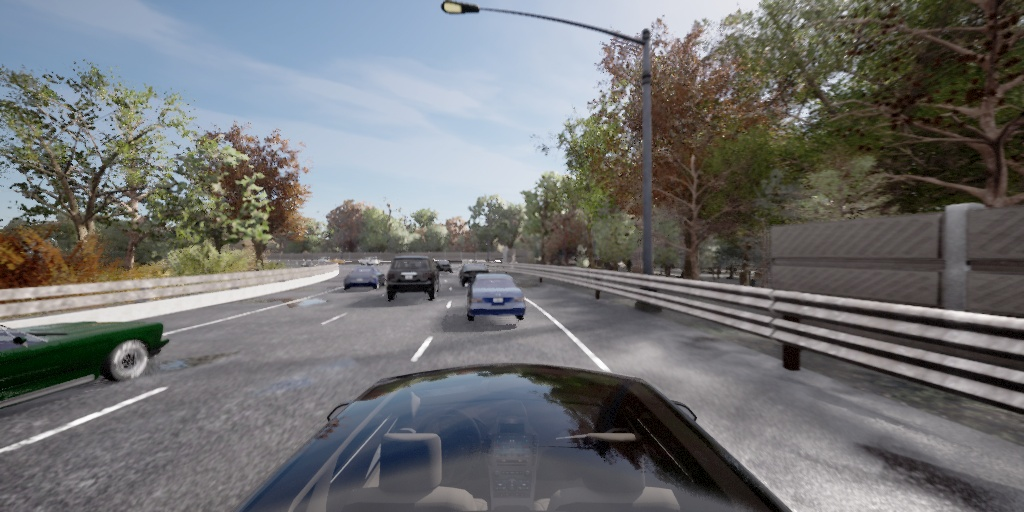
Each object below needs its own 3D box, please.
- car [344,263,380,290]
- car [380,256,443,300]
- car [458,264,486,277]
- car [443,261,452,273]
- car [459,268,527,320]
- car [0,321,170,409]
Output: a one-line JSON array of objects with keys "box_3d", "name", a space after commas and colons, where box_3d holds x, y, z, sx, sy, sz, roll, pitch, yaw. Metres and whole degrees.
[{"box_3d": [-9.403, 1.377, 23.206, 1.994, 1.385, 4.181, 0, 0, -11], "name": "car"}, {"box_3d": [-4.857, 1.012, 18.127, 2.150, 2.045, 5.566, 0, 0, -9], "name": "car"}, {"box_3d": [-2.720, 1.271, 25.468, 1.882, 1.535, 5.008, 0, 0, -12], "name": "car"}, {"box_3d": [-8.664, 1.346, 44.119, 1.837, 1.490, 4.892, 0, 0, -22], "name": "car"}, {"box_3d": [-0.685, 1.315, 12.751, 2.033, 1.411, 5.357, 0, 0, -6], "name": "car"}, {"box_3d": [-7.052, 1.379, 4.267, 1.895, 1.301, 4.718, 0, 0, -2], "name": "car"}]
